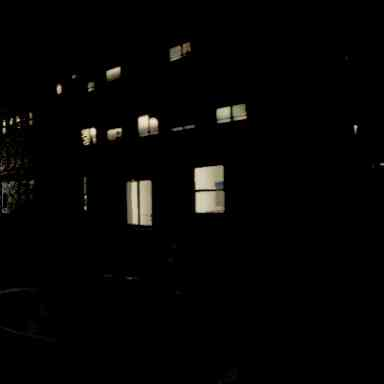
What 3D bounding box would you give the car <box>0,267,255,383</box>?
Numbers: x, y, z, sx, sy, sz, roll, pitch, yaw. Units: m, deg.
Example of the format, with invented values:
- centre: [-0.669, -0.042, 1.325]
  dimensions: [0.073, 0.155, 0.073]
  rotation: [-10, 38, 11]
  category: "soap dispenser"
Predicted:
- centre: [-1.398, 1.591, 3.886]
  dimensions: [4.313, 1.339, 1.947]
  rotation: [-1, -1, 36]
  category: "car"
